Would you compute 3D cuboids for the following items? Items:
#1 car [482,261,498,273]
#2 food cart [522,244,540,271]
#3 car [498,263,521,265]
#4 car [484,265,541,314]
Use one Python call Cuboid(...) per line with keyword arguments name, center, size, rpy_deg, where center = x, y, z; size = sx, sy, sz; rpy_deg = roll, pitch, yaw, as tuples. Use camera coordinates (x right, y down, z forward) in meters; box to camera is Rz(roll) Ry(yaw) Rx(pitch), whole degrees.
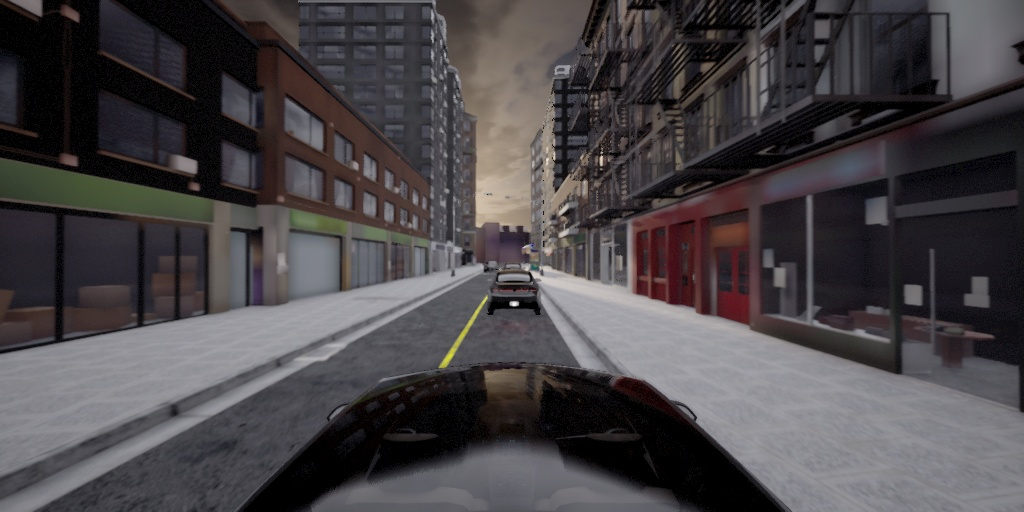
Cuboid(name="car", center=(-2.597, 1.358, 45.270), size=(1.837, 1.490, 4.892), rpy_deg=(0, 0, 0))
Cuboid(name="food cart", center=(2.872, 0.325, 47.460), size=(2.280, 3.560, 4.660), rpy_deg=(0, 0, 0))
Cuboid(name="car", center=(0.078, 1.315, 29.457), size=(1.837, 1.490, 4.892), rpy_deg=(0, 0, 0))
Cuboid(name="car", center=(0.081, 1.279, 13.887), size=(1.837, 1.490, 4.892), rpy_deg=(0, 0, 0))
